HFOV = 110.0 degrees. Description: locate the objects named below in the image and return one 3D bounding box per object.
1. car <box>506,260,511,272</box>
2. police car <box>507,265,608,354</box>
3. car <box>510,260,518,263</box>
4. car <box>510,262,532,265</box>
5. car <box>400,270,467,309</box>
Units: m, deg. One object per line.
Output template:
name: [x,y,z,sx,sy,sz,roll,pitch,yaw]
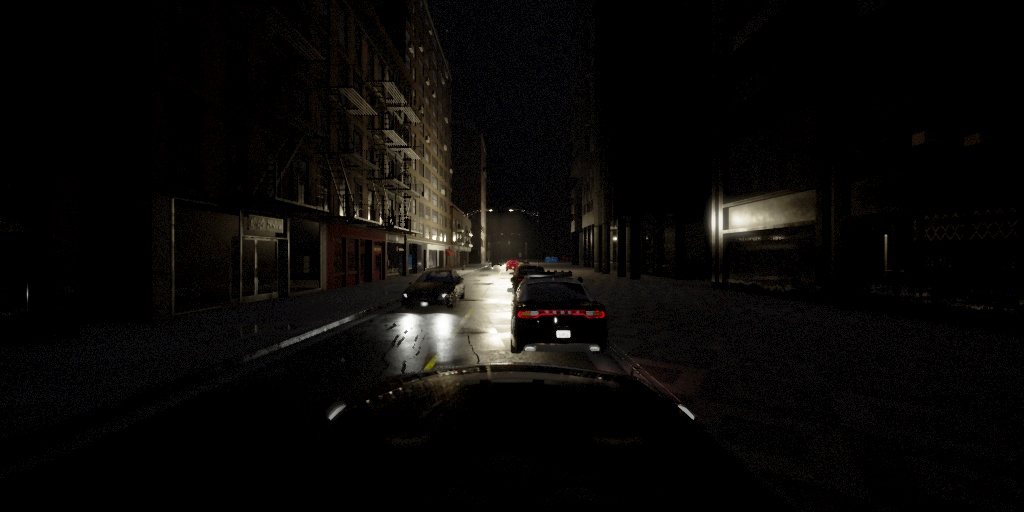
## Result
car: [0.148,1.301,47.410,1.812,1.442,4.674,0,0,1]
police car: [0.914,1.175,8.919,1.930,1.638,5.238,0,0,0]
car: [0.955,1.209,25.000,1.801,1.575,5.366,0,0,0]
car: [0.940,1.256,18.809,1.837,1.490,4.892,0,0,0]
car: [-3.070,1.297,15.204,2.033,1.411,5.357,0,0,0]
